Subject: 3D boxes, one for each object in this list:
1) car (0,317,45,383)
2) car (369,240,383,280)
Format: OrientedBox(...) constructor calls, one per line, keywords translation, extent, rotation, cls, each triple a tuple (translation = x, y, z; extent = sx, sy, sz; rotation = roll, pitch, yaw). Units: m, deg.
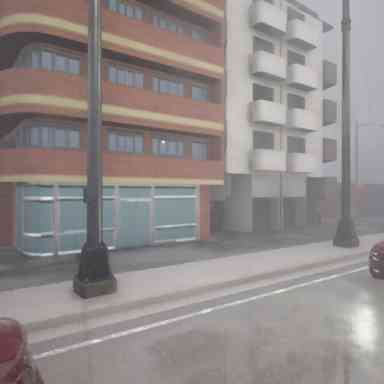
OrientedBox(translation=(-3.277, 1.526, 1.643), extent=(4.674, 1.442, 1.812), rotation=(0, 0, -35), cls="car")
OrientedBox(translation=(6.639, 1.477, 8.865), extent=(5.008, 1.535, 1.882), rotation=(0, 0, -36), cls="car")
